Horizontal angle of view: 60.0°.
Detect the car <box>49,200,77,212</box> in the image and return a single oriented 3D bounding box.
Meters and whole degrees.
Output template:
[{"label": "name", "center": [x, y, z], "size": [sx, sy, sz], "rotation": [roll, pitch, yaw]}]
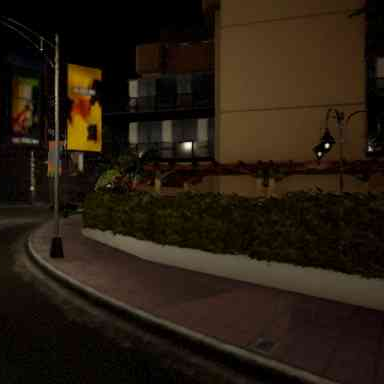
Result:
[{"label": "car", "center": [-15.955, 1.722, 41.385], "size": [2.128, 1.511, 4.902], "rotation": [0, -1, 2]}]
